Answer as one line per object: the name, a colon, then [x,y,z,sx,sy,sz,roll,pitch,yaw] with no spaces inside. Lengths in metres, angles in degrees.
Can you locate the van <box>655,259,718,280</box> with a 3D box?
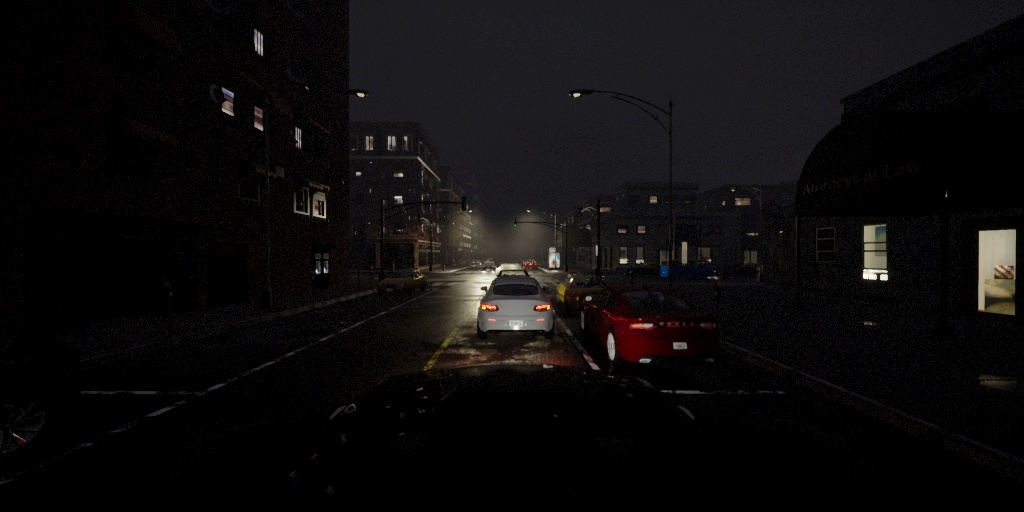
van: [14.601,1.164,30.125,3.998,1.789,1.690,0,0,-1]

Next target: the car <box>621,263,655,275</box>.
car: [13.424,1.382,35.902,4.718,1.301,1.895,0,0,-1]

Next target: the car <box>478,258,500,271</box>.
car: [-3.193,1.320,50.827,2.033,1.411,5.357,0,0,0]

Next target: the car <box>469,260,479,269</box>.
car: [-5.798,1.331,57.472,2.007,1.370,4.403,0,0,0]

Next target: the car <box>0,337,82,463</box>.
car: [-5.692,1.316,2.231,1.948,1.339,4.313,0,0,0]

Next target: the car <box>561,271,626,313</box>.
car: [2.667,1.276,13.805,1.751,1.417,4.829,0,0,0]

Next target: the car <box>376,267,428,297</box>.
car: [-5.725,1.278,19.150,1.751,1.417,4.829,0,0,0]

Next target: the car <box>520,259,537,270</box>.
car: [2.594,1.213,51.803,1.967,1.591,4.097,0,0,0]

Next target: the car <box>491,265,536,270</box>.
car: [0.077,1.353,19.068,1.895,1.301,4.718,0,0,0]

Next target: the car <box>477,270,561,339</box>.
car: [0.084,1.276,9.952,1.812,1.442,4.674,0,0,0]

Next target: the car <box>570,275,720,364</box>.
car: [2.678,1.295,7.938,1.888,1.381,4.507,0,0,0]

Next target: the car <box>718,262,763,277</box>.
car: [22.343,1.368,35.982,4.181,1.385,1.994,0,0,0]

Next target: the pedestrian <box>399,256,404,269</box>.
pedestrian: [-12.707,0.831,41.188,0.375,1.860,0.375,0,0,-1]
